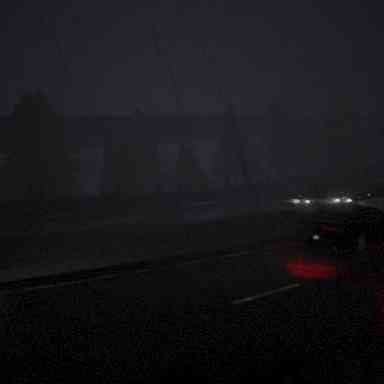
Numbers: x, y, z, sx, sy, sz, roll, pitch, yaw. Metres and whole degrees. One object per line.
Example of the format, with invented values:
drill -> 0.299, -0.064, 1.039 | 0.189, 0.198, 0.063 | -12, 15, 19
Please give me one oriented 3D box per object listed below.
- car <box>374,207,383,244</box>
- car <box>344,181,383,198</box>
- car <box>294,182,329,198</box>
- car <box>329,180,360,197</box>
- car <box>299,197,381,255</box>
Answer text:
car -> 7.099, 1.140, 8.810 | 4.553, 1.767, 2.097 | -3, 2, -35
car -> 15.010, -0.021, 27.592 | 4.674, 1.442, 1.812 | -8, 4, -35
car -> 12.952, -0.299, 34.711 | 5.357, 1.411, 2.033 | -9, 5, -35
car -> 15.694, -0.390, 32.365 | 4.181, 1.385, 1.994 | -9, 5, -35
car -> 6.093, 1.210, 12.392 | 5.008, 1.535, 1.882 | -4, 2, -35
